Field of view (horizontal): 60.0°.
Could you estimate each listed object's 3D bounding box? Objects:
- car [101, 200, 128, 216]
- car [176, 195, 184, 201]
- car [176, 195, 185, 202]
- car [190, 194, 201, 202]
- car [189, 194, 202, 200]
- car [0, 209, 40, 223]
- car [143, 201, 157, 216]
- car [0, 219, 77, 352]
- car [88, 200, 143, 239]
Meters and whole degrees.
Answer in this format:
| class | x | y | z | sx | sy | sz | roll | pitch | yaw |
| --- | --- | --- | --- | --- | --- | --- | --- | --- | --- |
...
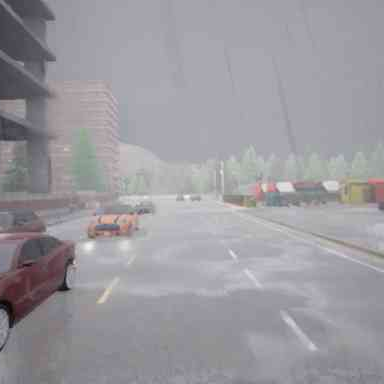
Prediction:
| class | x | y | z | sx | sy | sz | roll | pitch | yaw |
| --- | --- | --- | --- | --- | --- | --- | --- | --- | --- |
| car | -8.215 | 1.686 | 35.810 | 1.837 | 1.490 | 4.892 | -2 | 0 | -2 |
| car | -3.085 | 1.477 | 86.260 | 2.128 | 1.511 | 4.902 | -2 | 0 | -1 |
| car | -2.618 | 1.497 | 75.857 | 2.033 | 1.411 | 5.357 | -2 | 0 | -2 |
| car | 0.876 | 1.384 | 76.016 | 1.812 | 1.442 | 4.674 | -2 | 0 | -2 |
| car | 0.833 | 1.307 | 86.106 | 1.882 | 1.535 | 5.008 | -2 | 0 | -18 |
| car | -7.483 | 1.546 | 13.042 | 2.097 | 1.767 | 4.553 | -2 | 0 | -2 |
| car | -4.658 | 1.646 | 33.677 | 1.994 | 1.385 | 4.181 | -2 | 0 | -2 |
| car | -3.742 | 1.575 | 6.345 | 1.882 | 1.535 | 5.008 | -2 | 0 | -2 |
| car | -4.164 | 1.444 | 18.203 | 2.097 | 1.767 | 4.553 | -2 | 0 | -2 |
